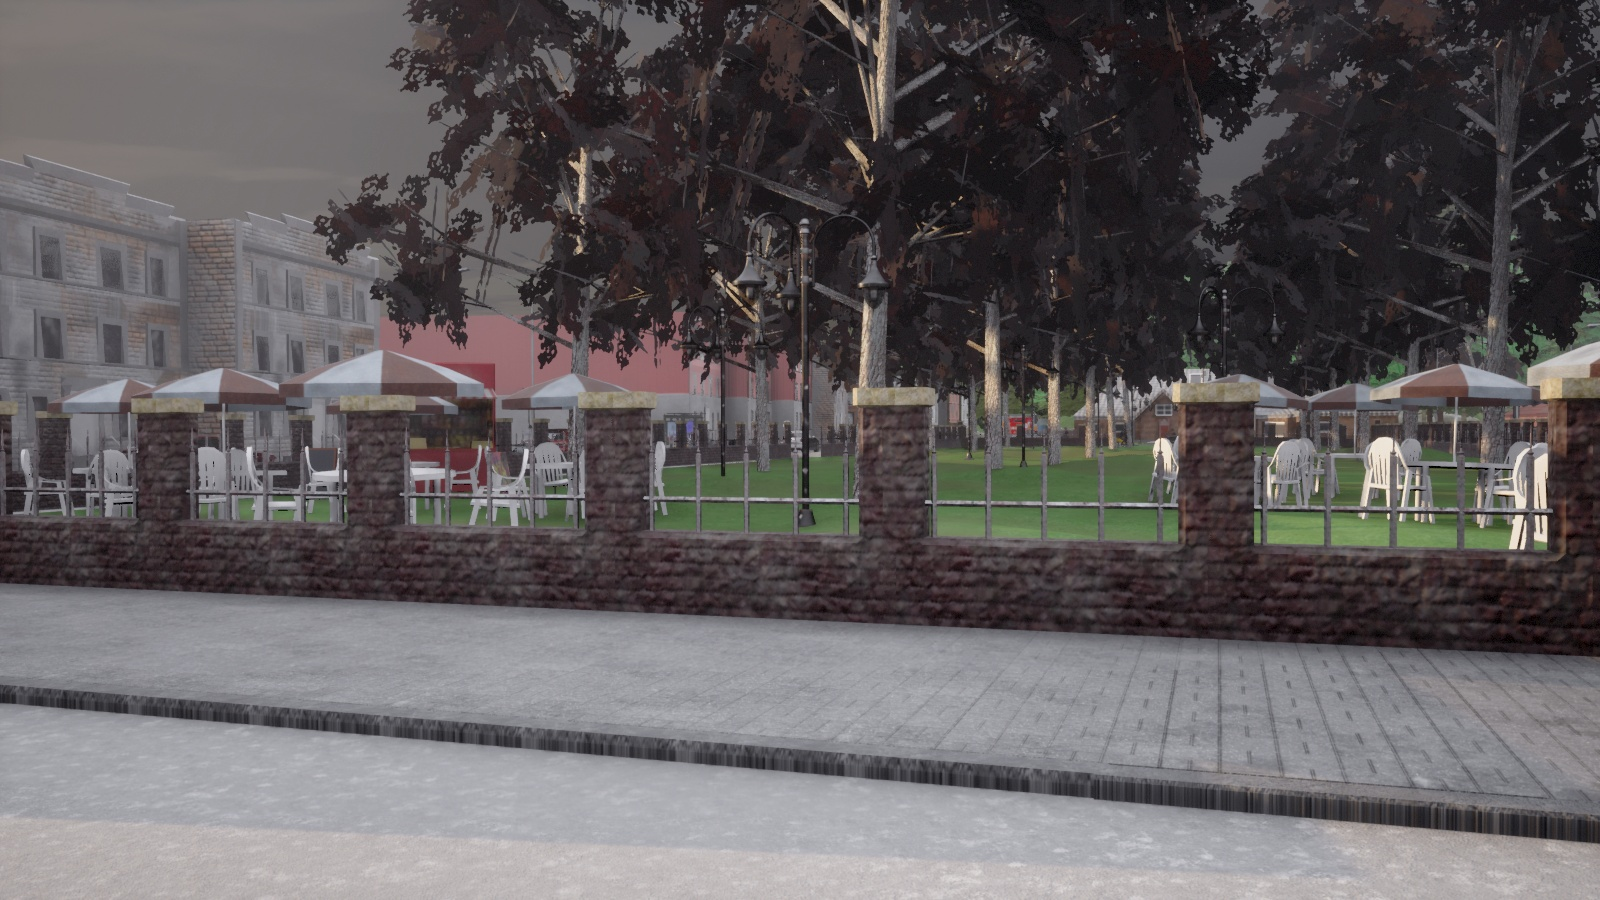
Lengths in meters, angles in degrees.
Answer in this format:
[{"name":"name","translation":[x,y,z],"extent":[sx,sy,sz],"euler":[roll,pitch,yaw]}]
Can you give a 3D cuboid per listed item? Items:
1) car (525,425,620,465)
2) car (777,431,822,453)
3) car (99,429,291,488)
[{"name":"car","translation":[-10.035,-0.260,55.760],"extent":[2.242,1.667,4.611],"euler":[1,1,18]},{"name":"car","translation":[-0.002,-0.583,85.850],"extent":[1.970,1.475,3.806],"euler":[1,1,19]},{"name":"car","translation":[-16.839,0.176,35.283],"extent":[1.882,1.535,5.008],"euler":[1,1,18]}]
